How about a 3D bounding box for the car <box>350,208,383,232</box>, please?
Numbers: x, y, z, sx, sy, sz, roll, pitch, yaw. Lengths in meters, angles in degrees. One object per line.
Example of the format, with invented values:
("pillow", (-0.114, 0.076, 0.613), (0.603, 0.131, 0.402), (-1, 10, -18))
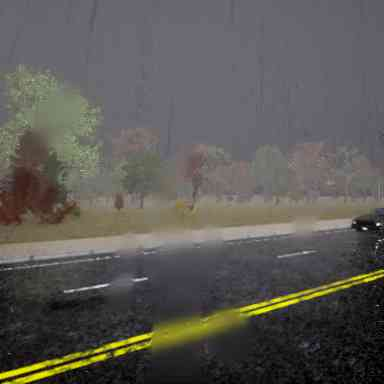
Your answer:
("car", (11.758, 1.660, 19.992), (5.357, 1.411, 2.033), (0, 0, -35))
